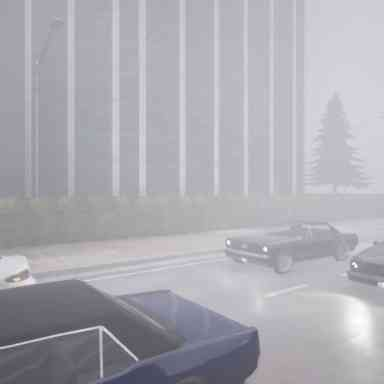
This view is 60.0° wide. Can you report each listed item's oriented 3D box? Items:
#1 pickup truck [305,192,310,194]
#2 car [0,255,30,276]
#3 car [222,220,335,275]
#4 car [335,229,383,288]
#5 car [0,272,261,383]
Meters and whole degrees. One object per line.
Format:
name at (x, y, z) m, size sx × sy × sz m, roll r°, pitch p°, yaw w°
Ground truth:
pickup truck at (25.297, 1.037, 75.759) m, size 2.390 × 2.098 × 6.274 m, roll 0°, pitch 0°, yaw -6°
car at (-4.843, 1.526, 4.807) m, size 4.674 × 1.442 × 1.812 m, roll 0°, pitch 0°, yaw -36°
car at (3.257, 1.598, 10.653) m, size 4.718 × 1.301 × 1.895 m, roll 0°, pitch 0°, yaw -36°
car at (6.131, 1.544, 8.408) m, size 5.357 × 1.411 × 2.033 m, roll 0°, pitch 0°, yaw -36°
car at (-1.698, 1.601, 2.763) m, size 4.718 × 1.301 × 1.895 m, roll 0°, pitch 0°, yaw -36°
